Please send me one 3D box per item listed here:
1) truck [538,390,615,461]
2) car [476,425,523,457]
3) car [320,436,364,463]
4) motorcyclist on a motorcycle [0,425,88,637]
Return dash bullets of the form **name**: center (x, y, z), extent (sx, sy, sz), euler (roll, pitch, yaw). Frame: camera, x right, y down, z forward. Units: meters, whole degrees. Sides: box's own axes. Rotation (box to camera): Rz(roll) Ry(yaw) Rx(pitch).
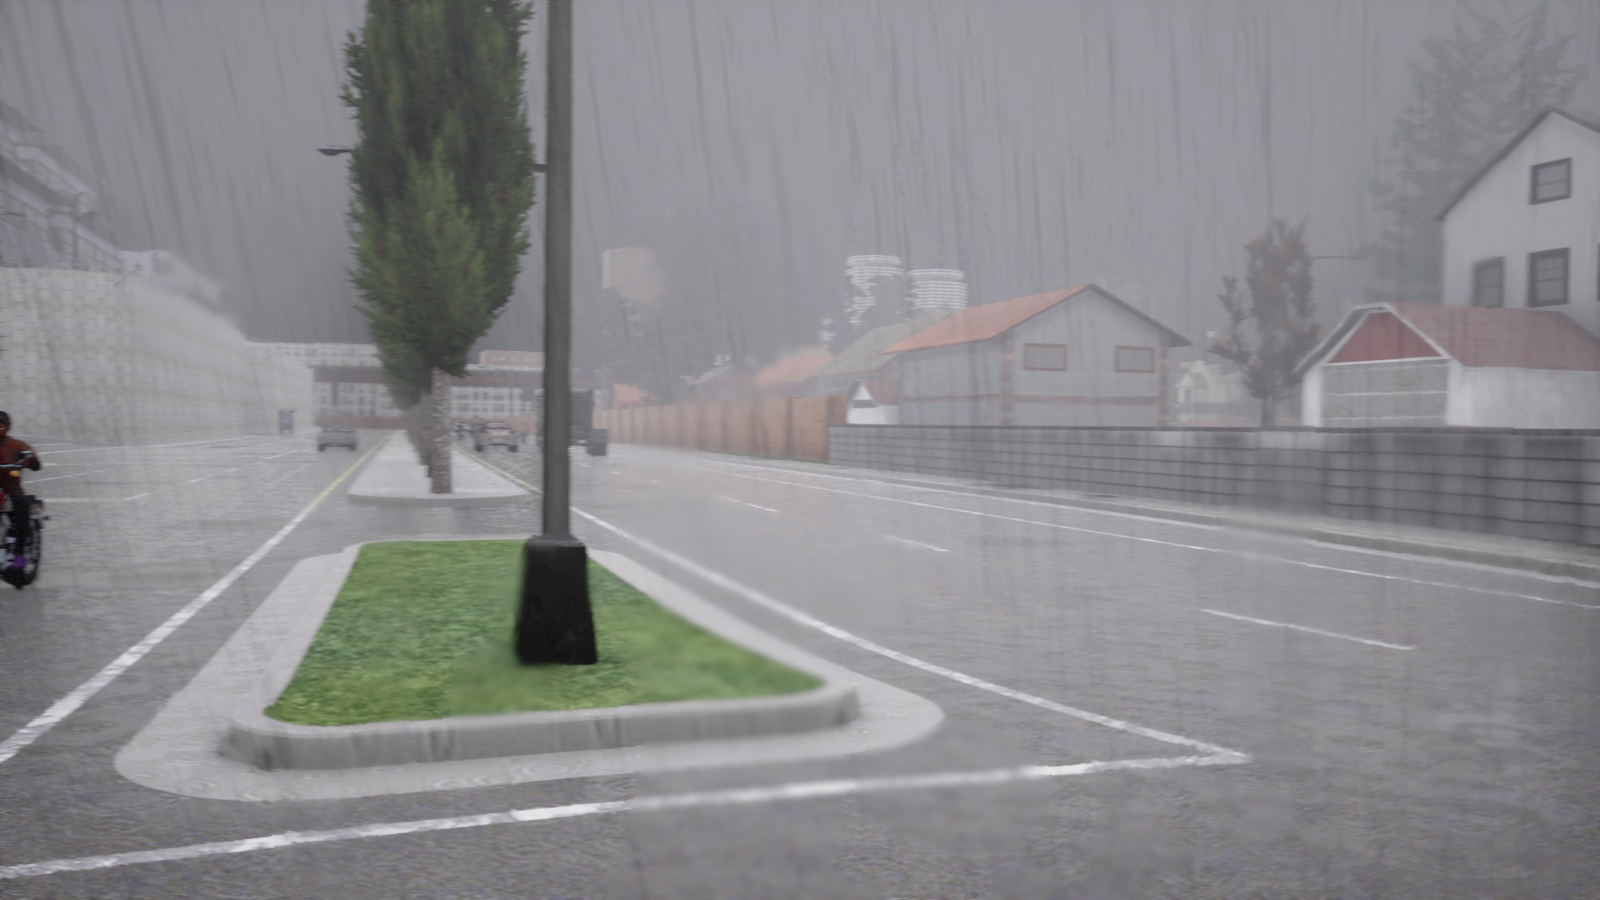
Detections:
- **truck**: center (-11.642, -1.260, 64.898), extent (2.891, 3.462, 7.936), euler (-1, 1, -17)
- **car**: center (-16.470, -0.521, 68.668), extent (2.152, 1.651, 5.027), euler (-1, 1, -17)
- **car**: center (-23.818, -0.065, 65.374), extent (1.895, 1.301, 4.718), euler (-1, 1, -17)
- **motorcyclist on a motorcycle**: center (-6.876, 0.617, 10.811), extent (0.766, 1.649, 2.350), euler (-1, 1, -17)
